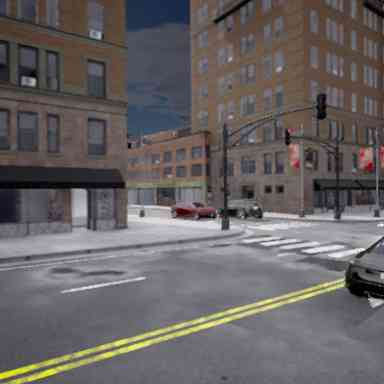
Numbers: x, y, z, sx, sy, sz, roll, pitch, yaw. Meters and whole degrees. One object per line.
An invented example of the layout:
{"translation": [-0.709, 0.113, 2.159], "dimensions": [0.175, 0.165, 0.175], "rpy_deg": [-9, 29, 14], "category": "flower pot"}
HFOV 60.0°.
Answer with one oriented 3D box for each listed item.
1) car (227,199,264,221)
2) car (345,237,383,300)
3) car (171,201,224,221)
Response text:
{"translation": [3.827, 1.371, 28.196], "dimensions": [2.097, 1.767, 4.553], "rpy_deg": [-1, 0, -35], "category": "car"}
{"translation": [5.205, 1.557, 7.448], "dimensions": [4.181, 1.385, 1.994], "rpy_deg": [0, 0, -40], "category": "car"}
{"translation": [0.094, 1.536, 27.991], "dimensions": [1.882, 1.535, 5.008], "rpy_deg": [-1, 0, -36], "category": "car"}
